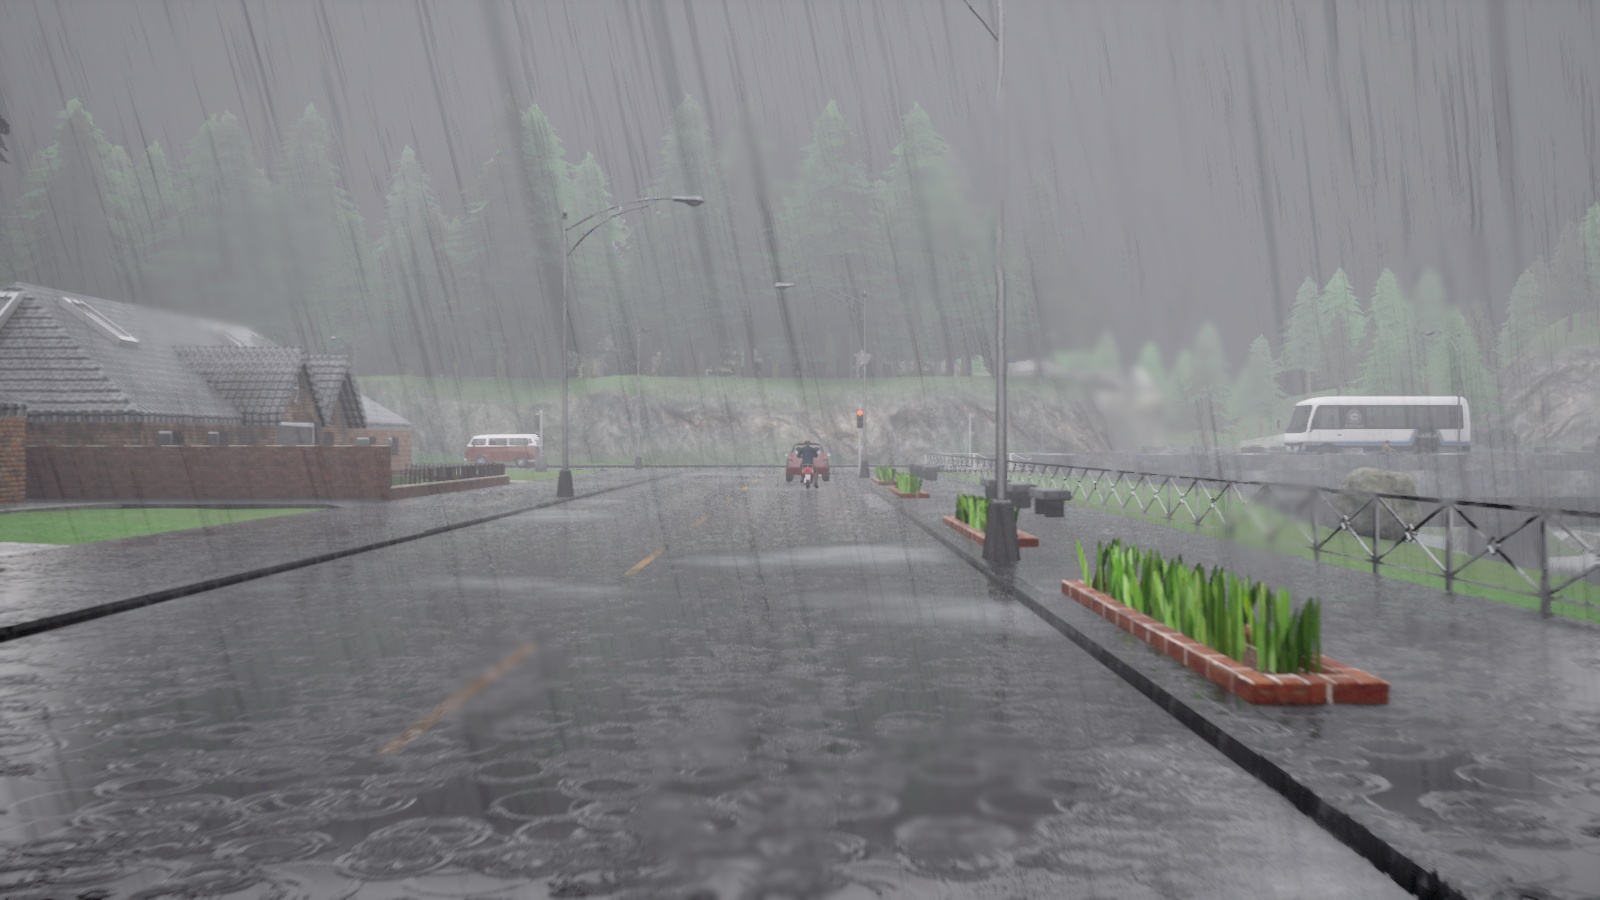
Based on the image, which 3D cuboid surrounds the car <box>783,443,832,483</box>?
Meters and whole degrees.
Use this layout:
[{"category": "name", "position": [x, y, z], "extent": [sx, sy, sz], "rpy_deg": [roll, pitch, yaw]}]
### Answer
[{"category": "car", "position": [0.298, 0.483, 49.248], "extent": [1.845, 1.501, 3.633], "rpy_deg": [0, 0, 0]}]

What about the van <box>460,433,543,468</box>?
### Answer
[{"category": "van", "position": [-17.878, 0.031, 75.326], "extent": [4.480, 2.038, 2.069], "rpy_deg": [0, 0, 1]}]

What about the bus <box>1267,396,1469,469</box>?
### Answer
[{"category": "bus", "position": [33.772, -1.026, 75.025], "extent": [10.273, 4.253, 3.944], "rpy_deg": [0, 0, 0]}]

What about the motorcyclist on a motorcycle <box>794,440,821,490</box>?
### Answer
[{"category": "motorcyclist on a motorcycle", "position": [0.252, 0.468, 41.169], "extent": [0.866, 1.590, 1.817], "rpy_deg": [0, 0, 0]}]
